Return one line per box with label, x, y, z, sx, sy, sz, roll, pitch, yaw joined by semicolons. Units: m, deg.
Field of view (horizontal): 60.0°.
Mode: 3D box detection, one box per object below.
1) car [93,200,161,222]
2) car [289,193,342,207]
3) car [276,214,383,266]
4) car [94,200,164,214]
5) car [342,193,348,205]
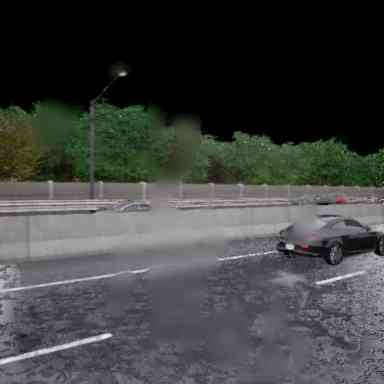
car;-5.024;1.401;25.997;4.892;1.490;1.837;0;0;-34
car;12.225;1.156;33.451;5.566;2.045;2.150;0;0;-34
car;4.895;1.506;11.463;4.674;1.442;1.812;0;0;-34
car;-4.146;1.402;22.364;4.902;1.511;2.128;0;0;-34
car;16.758;1.145;40.703;5.566;2.045;2.150;0;0;-34
